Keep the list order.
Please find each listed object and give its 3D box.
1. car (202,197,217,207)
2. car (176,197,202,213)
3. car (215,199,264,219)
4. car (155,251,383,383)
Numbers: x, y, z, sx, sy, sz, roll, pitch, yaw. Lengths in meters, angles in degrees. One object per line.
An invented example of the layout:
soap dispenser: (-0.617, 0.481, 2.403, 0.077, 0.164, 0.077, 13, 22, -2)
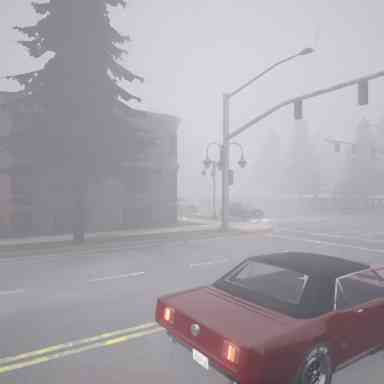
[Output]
car: (2.693, 1.525, 50.921, 1.812, 1.442, 4.674, 0, 0, -33)
car: (-1.288, 1.352, 37.556, 2.097, 1.767, 4.553, 0, 0, -33)
car: (4.275, 1.564, 29.074, 1.994, 1.385, 4.181, 0, 0, -33)
car: (1.941, 1.601, 5.014, 4.718, 1.301, 1.895, 0, 0, -34)
